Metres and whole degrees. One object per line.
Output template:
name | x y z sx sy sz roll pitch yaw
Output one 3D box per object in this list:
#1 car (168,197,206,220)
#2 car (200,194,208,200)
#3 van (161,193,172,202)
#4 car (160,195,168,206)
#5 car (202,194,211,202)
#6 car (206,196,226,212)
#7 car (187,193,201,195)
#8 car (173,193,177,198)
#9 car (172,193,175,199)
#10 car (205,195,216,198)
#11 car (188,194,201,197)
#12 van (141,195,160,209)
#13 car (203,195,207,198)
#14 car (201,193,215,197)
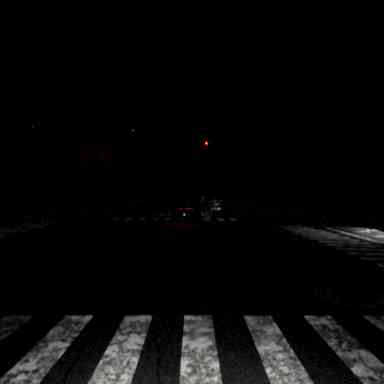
car | -0.306 1.483 27.732 2.128 1.511 4.902 0 1 6
car | 3.365 1.377 92.960 1.967 1.590 4.097 0 0 0
van | -5.384 1.293 65.460 1.690 1.788 3.998 0 0 0
car | -5.474 1.524 54.435 1.947 1.339 4.313 0 0 0
car | 3.231 1.386 76.421 1.967 1.590 4.097 0 0 0
car | 2.916 1.520 37.831 2.008 1.369 4.403 0 0 0
car | 0.459 1.499 75.496 1.994 1.385 4.181 0 0 0
car | -5.294 1.260 76.485 2.192 1.841 5.009 0 0 0
car | -5.339 1.493 70.973 1.887 1.381 4.507 0 0 0
car | 2.963 1.491 43.513 1.752 1.417 4.829 0 0 0
car | 0.482 1.553 65.412 1.895 1.301 4.718 0 0 1
van | -5.563 1.306 43.411 1.690 1.788 3.998 0 0 0
car | 3.006 1.513 48.856 2.008 1.369 4.403 0 0 0
car | 3.052 1.273 54.369 2.192 1.841 5.009 0 0 0
